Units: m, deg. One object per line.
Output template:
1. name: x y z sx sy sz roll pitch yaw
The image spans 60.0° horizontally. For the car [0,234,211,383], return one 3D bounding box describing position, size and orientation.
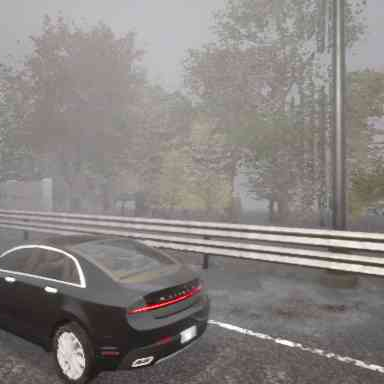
1. car: -2.017 1.456 5.378 4.892 1.490 1.837 0 0 35
